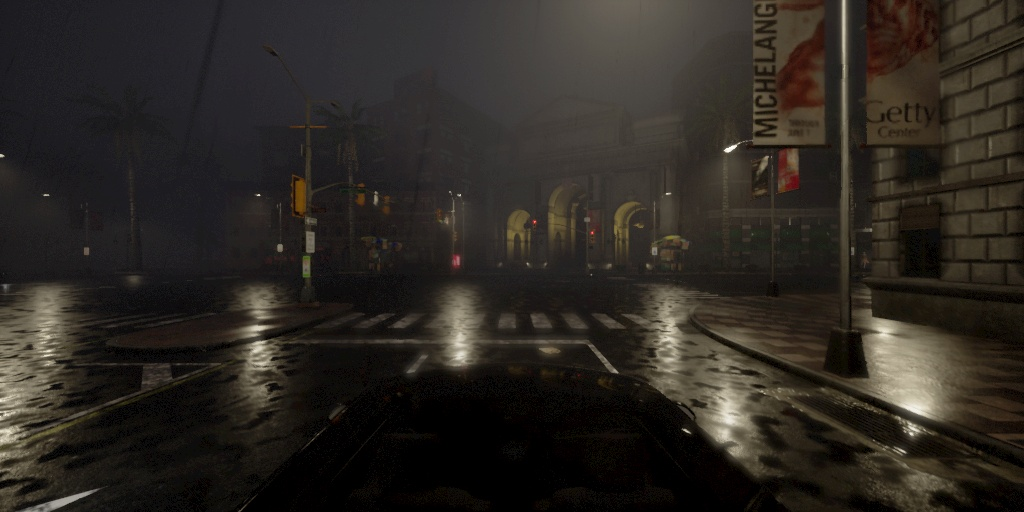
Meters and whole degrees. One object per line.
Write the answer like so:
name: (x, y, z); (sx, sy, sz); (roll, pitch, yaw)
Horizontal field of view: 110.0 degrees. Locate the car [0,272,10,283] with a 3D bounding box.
car: (-38.891, 1.351, 25.283); (4.718, 1.301, 1.895); (0, 0, 0)
